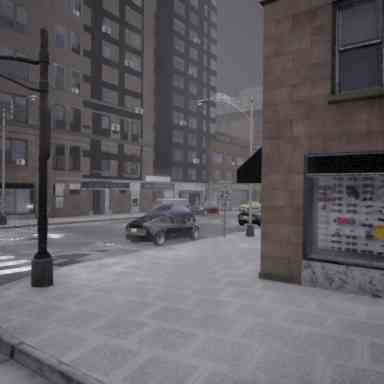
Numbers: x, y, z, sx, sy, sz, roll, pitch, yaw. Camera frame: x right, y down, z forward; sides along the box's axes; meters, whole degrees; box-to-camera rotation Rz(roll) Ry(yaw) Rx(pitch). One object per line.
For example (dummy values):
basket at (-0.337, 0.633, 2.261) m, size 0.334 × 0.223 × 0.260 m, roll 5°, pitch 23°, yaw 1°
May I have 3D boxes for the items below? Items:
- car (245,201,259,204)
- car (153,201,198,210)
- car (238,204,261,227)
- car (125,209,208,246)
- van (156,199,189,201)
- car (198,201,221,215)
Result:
car at (7.697, 1.819, 43.604) m, size 1.752 × 1.417 × 4.829 m, roll 0°, pitch 0°, yaw 36°
car at (-1.804, 1.692, 26.028) m, size 1.812 × 1.442 × 4.674 m, roll 1°, pitch 0°, yaw 36°
car at (5.066, 1.848, 25.380) m, size 1.947 × 1.339 × 4.313 m, roll 0°, pitch 0°, yaw 36°
car at (-1.364, 1.762, 16.463) m, size 1.947 × 1.339 × 4.313 m, roll 0°, pitch 0°, yaw 36°
van at (-1.846, 1.497, 30.367) m, size 1.690 × 1.788 × 3.998 m, roll 1°, pitch 0°, yaw 36°
car at (1.368, 1.641, 34.826) m, size 1.967 × 1.590 × 4.097 m, roll 0°, pitch 0°, yaw 36°
